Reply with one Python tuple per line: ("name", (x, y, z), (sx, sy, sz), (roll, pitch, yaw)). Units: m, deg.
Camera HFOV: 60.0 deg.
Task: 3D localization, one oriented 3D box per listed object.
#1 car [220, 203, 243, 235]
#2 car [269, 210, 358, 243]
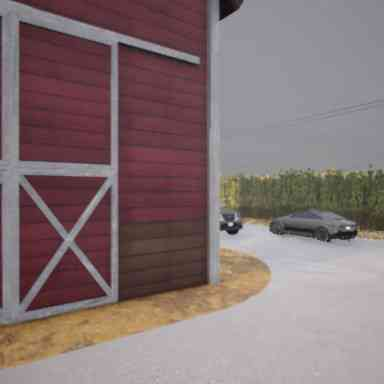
("car", (0.397, 1.213, 18.396), (2.150, 2.045, 5.566), (0, 0, -32))
("car", (5.788, 1.552, 16.293), (1.994, 1.385, 4.181), (0, 0, -32))
